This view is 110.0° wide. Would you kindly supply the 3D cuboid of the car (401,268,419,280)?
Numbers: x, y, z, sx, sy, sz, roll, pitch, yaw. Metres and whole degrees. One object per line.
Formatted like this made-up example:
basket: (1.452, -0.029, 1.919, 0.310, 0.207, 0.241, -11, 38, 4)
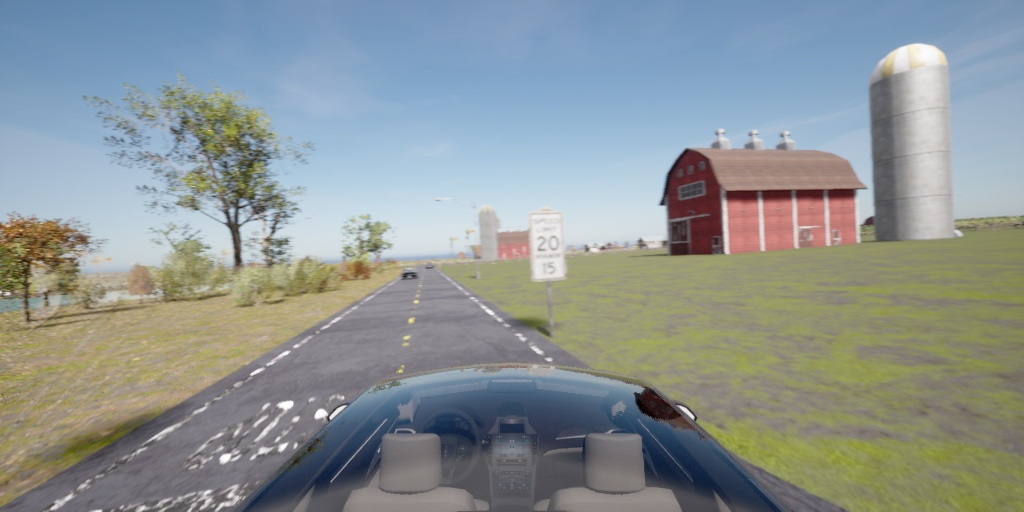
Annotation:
car: (-12.025, 2.055, 42.275, 1.895, 1.301, 4.718, -3, 0, -13)
